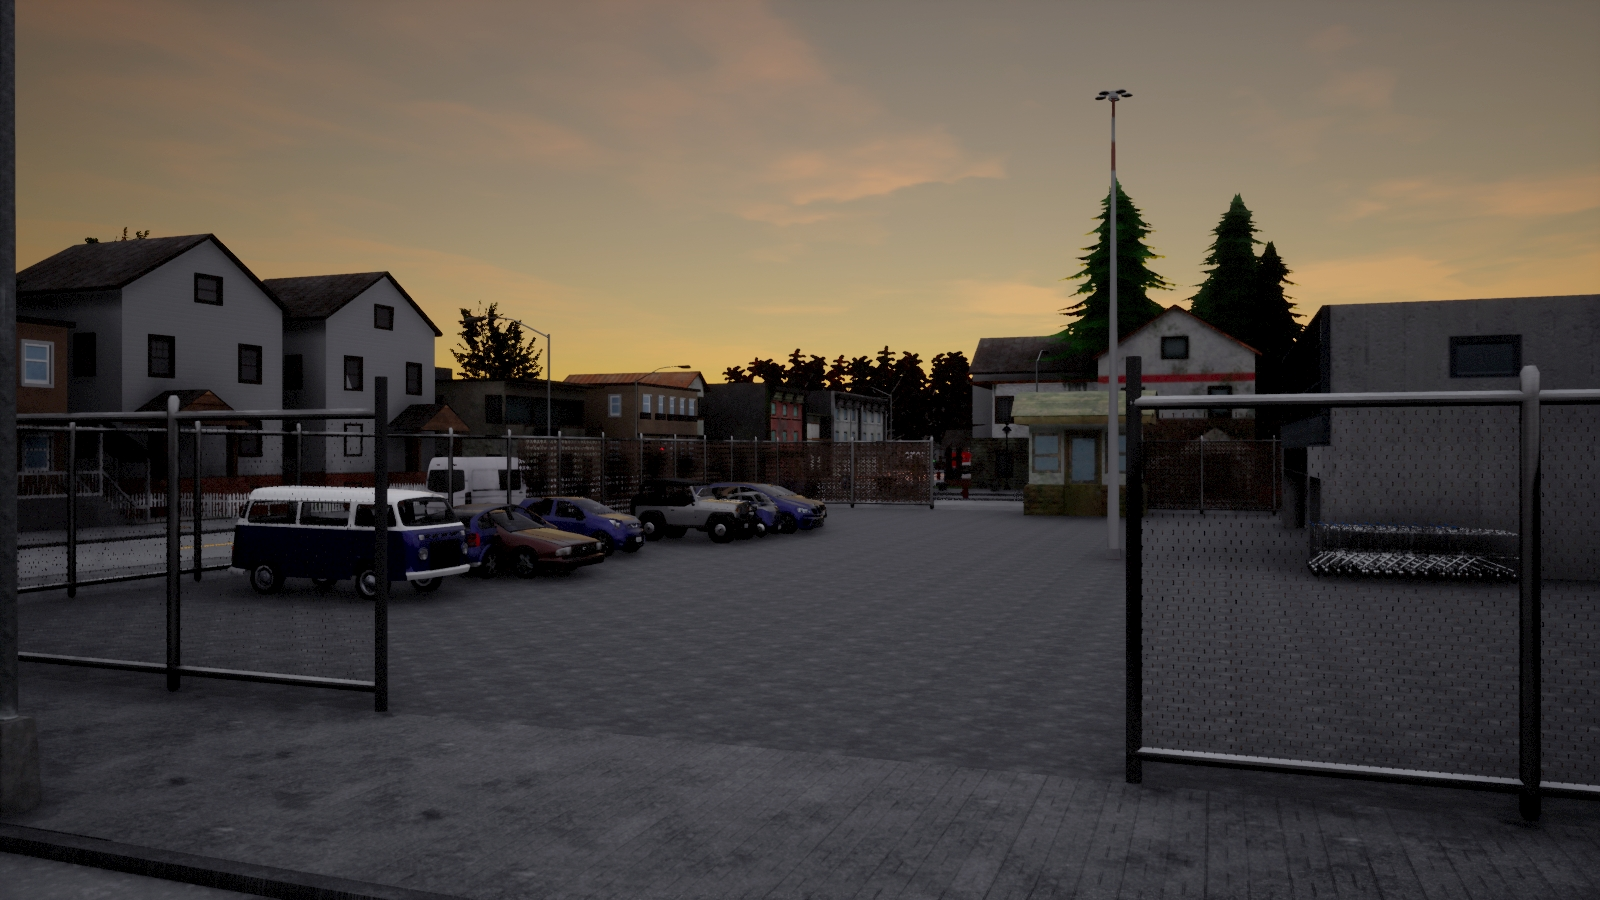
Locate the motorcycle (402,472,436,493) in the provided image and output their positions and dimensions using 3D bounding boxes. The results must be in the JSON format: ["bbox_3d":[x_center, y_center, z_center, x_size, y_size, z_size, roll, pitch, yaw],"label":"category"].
[{"bbox_3d":[-23.018,1.969,69.107,1.805,1.236,0.856,0,0,19],"label":"motorcycle"}]

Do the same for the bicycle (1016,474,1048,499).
[{"bbox_3d":[12.300,1.938,60.642,1.643,1.296,0.373,0,0,20],"label":"bicycle"}]

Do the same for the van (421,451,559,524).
[{"bbox_3d":[-11.617,1.319,43.358,1.988,2.561,5.915,0,0,20],"label":"van"}]

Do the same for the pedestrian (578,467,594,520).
[{"bbox_3d":[-7.517,1.529,40.142,0.375,1.860,0.375,0,0,-45],"label":"pedestrian"}]

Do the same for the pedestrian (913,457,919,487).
[{"bbox_3d":[7.418,1.403,73.099,0.375,1.860,0.375,0,0,-3],"label":"pedestrian"}]

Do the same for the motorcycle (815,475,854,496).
[{"bbox_3d":[1.928,1.998,64.406,2.033,1.145,0.803,1,0,20],"label":"motorcycle"}]

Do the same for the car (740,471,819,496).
[{"bbox_3d":[-1.124,1.902,65.076,4.181,1.385,1.994,0,0,11],"label":"car"}]
